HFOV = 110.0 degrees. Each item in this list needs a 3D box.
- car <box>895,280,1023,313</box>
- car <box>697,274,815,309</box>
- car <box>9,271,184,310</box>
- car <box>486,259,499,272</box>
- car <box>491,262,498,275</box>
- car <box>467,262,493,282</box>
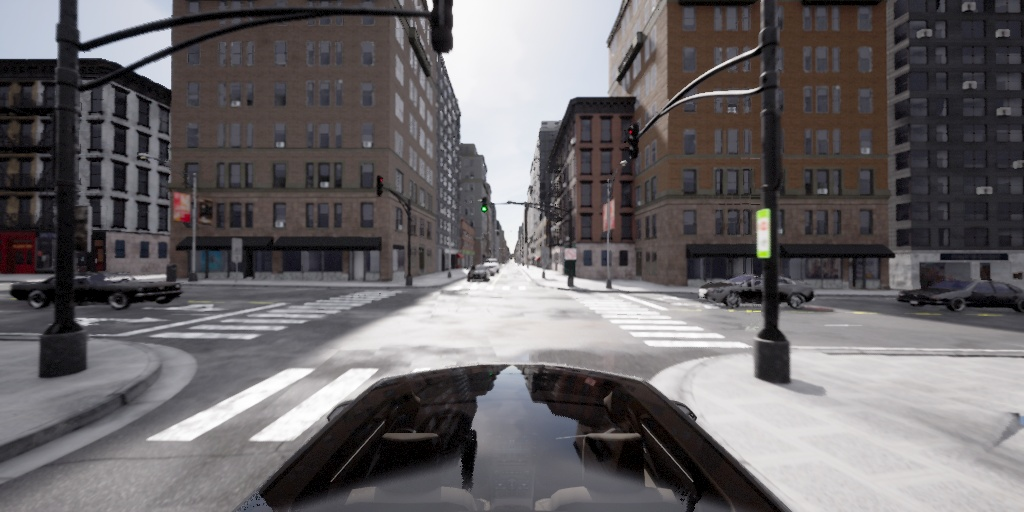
[{"bbox_3d":[21.619,1.841,16.917,5.357,1.411,2.033,1,-1,0],"label":"car"},{"bbox_3d":[11.397,1.618,16.941,4.902,1.511,2.128,1,-1,0],"label":"car"},{"bbox_3d":[-15.422,1.249,13.546,4.718,1.301,1.895,1,-1,0],"label":"car"},{"bbox_3d":[-3.100,1.515,54.585,2.150,2.045,5.566,0,0,1],"label":"car"},{"bbox_3d":[-3.124,1.786,43.907,1.895,1.301,4.718,0,-1,0],"label":"car"},{"bbox_3d":[-3.135,1.588,33.896,1.837,1.490,4.892,0,-1,0],"label":"car"}]
